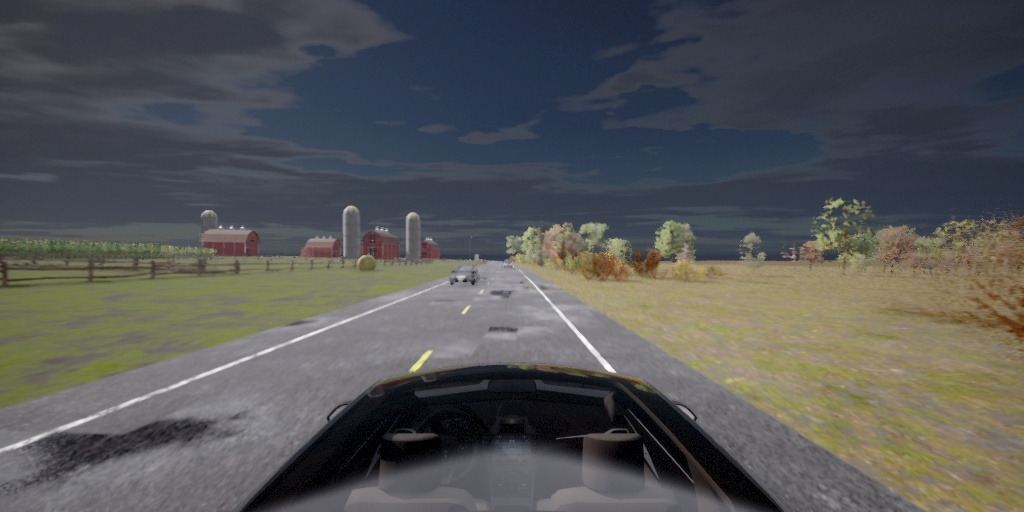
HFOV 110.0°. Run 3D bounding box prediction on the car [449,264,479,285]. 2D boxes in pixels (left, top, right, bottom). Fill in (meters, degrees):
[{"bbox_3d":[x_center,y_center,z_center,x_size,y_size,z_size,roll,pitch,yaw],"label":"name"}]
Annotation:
[{"bbox_3d":[-3.612,1.409,27.746,2.128,1.511,4.902,0,-1,0],"label":"car"}]
